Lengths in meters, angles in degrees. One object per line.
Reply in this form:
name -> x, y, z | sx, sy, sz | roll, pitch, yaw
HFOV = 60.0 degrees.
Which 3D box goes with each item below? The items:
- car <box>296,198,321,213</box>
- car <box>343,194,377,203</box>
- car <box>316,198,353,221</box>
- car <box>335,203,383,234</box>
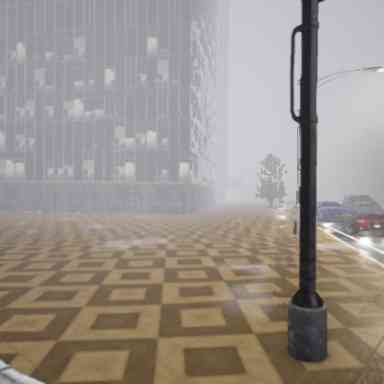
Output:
car -> 13.174, 1.492, 37.756 | 1.882, 1.535, 5.008 | 1, 0, 10
car -> 15.151, 1.253, 30.162 | 2.150, 2.045, 5.566 | 1, 0, 10
car -> 11.378, 1.476, 27.543 | 1.882, 1.535, 5.008 | 1, 0, 10
car -> 9.774, 1.550, 18.786 | 1.994, 1.385, 4.181 | 1, 0, 12
